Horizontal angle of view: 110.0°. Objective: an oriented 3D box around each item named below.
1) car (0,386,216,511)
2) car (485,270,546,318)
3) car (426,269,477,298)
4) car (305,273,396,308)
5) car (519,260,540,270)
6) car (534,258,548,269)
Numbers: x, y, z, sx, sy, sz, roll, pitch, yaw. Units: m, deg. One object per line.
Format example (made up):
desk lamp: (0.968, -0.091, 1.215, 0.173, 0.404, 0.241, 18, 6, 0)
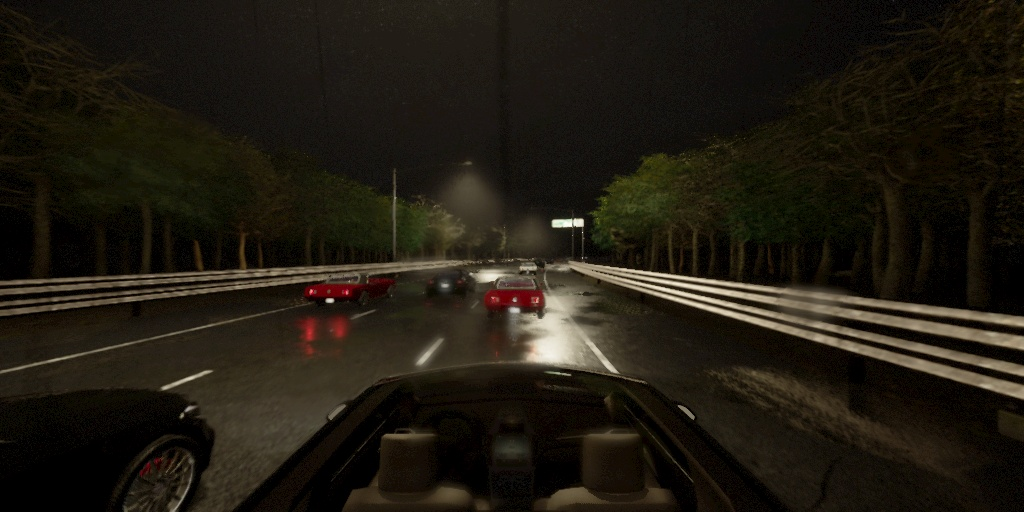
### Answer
car: (-3.372, 1.267, 0.998, 1.812, 1.442, 4.674, 0, 0, 0)
car: (0.173, 1.374, 13.138, 1.895, 1.301, 4.718, 0, 0, 2)
car: (-2.997, 1.341, 18.531, 1.994, 1.385, 4.181, 0, 0, 2)
car: (-6.633, 1.364, 15.444, 1.895, 1.301, 4.718, 0, 0, 2)
car: (1.902, 1.429, 40.205, 1.895, 1.301, 4.718, 0, 0, 6)
car: (4.575, 1.204, 61.493, 2.097, 1.767, 4.553, 0, 0, 9)
